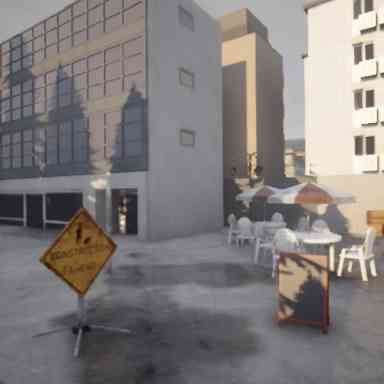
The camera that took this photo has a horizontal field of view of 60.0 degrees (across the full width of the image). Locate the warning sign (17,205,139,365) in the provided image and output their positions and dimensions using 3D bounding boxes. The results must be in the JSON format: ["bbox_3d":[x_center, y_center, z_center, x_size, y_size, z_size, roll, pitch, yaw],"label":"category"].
[{"bbox_3d":[-1.615,1.152,4.837,1.060,1.860,1.300,-1,0,36],"label":"warning sign"}]
